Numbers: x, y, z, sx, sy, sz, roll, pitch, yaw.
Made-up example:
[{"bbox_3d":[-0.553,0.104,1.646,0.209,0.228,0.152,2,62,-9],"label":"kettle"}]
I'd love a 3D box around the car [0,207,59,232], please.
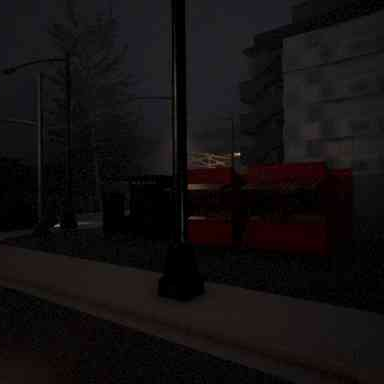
[{"bbox_3d":[-10.692,1.635,21.033,1.994,1.385,4.181,-1,-1,36],"label":"car"}]
